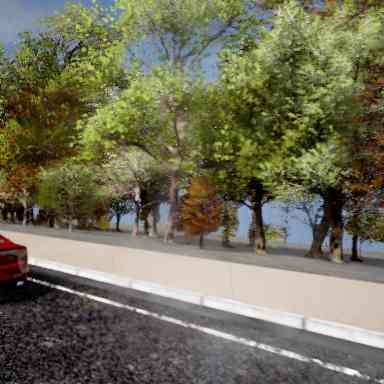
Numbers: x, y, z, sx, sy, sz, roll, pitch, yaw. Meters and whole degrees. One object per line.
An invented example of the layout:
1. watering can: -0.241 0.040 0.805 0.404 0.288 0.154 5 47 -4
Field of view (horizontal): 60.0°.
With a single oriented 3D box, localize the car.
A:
1. car: -5.864 1.464 7.856 5.008 1.535 1.882 0 0 35
